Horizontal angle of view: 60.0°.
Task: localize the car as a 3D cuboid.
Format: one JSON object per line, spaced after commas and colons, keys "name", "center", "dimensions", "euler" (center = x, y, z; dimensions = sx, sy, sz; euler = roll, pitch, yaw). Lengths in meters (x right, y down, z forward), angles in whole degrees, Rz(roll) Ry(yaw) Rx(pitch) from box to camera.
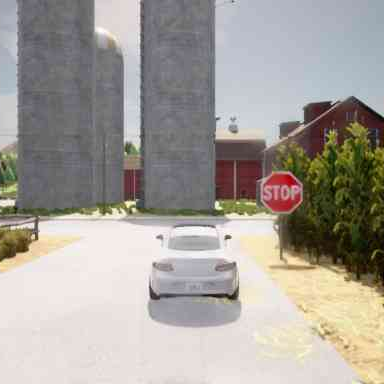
{"name": "car", "center": [0.048, 1.516, 8.235], "dimensions": [1.812, 1.442, 4.674], "euler": [0, 0, 0]}
